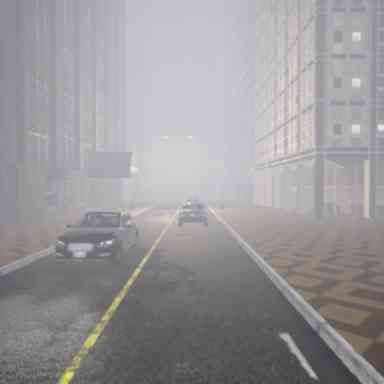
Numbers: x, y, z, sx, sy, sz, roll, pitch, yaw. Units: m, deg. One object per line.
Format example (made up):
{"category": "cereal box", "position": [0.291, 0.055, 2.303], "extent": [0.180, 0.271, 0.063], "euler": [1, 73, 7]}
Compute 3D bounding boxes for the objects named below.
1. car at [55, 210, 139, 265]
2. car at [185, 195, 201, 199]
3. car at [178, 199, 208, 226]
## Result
{"category": "car", "position": [-3.027, 1.407, 11.454], "extent": [2.128, 1.511, 4.902], "euler": [0, 0, 0]}
{"category": "car", "position": [0.098, 1.189, 44.351], "extent": [2.128, 1.511, 4.902], "euler": [0, 0, 0]}
{"category": "car", "position": [0.076, 1.390, 21.867], "extent": [2.033, 1.411, 5.357], "euler": [0, 0, 0]}
